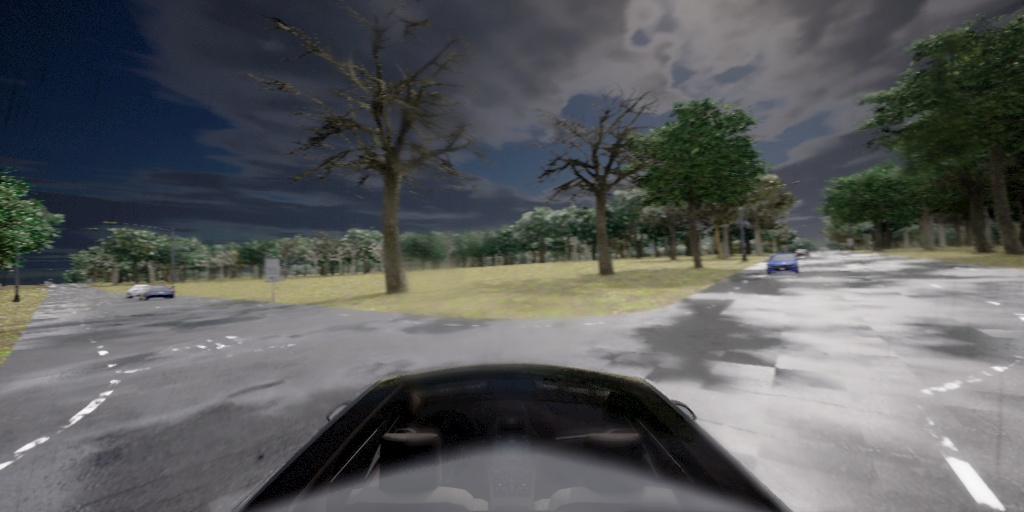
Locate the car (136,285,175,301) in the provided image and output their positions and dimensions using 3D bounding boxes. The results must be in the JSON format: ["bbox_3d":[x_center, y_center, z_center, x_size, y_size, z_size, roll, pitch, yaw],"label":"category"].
[{"bbox_3d":[-33.554,3.423,33.897,4.181,1.385,1.994,-4,-3,38],"label":"car"}]

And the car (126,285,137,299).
[{"bbox_3d":[-41.554,3.982,40.140,4.674,1.442,1.812,-4,-3,38],"label":"car"}]

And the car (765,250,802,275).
[{"bbox_3d":[20.464,0.568,27.133,1.882,1.535,5.008,-5,-2,38],"label":"car"}]
